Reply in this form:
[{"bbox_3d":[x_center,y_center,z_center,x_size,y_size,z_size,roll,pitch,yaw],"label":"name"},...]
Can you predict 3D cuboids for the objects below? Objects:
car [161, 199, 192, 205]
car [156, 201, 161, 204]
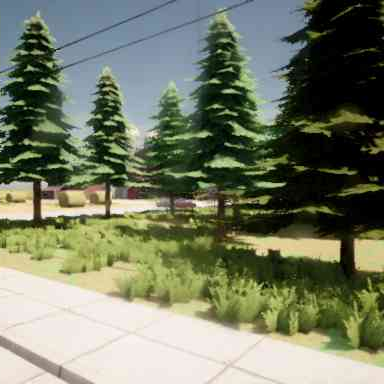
[{"bbox_3d":[-1.578,1.744,48.221,2.033,1.411,5.357,0,0,35],"label":"car"},{"bbox_3d":[-3.614,1.725,51.560,1.837,1.490,4.892,0,-1,35],"label":"car"}]
